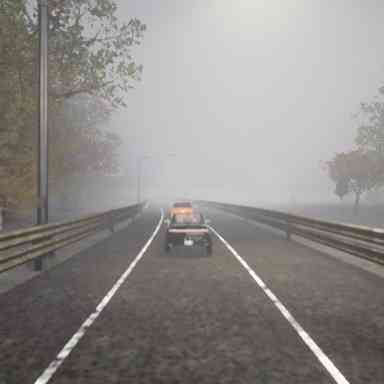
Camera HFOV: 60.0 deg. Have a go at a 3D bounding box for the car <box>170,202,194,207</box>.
[{"bbox_3d":[-0.869,1.637,29.185,2.097,1.767,4.553,0,-1,-4],"label":"car"}]

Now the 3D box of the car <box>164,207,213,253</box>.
[{"bbox_3d":[-0.185,1.633,14.370,2.128,1.511,4.902,0,0,-2],"label":"car"}]
